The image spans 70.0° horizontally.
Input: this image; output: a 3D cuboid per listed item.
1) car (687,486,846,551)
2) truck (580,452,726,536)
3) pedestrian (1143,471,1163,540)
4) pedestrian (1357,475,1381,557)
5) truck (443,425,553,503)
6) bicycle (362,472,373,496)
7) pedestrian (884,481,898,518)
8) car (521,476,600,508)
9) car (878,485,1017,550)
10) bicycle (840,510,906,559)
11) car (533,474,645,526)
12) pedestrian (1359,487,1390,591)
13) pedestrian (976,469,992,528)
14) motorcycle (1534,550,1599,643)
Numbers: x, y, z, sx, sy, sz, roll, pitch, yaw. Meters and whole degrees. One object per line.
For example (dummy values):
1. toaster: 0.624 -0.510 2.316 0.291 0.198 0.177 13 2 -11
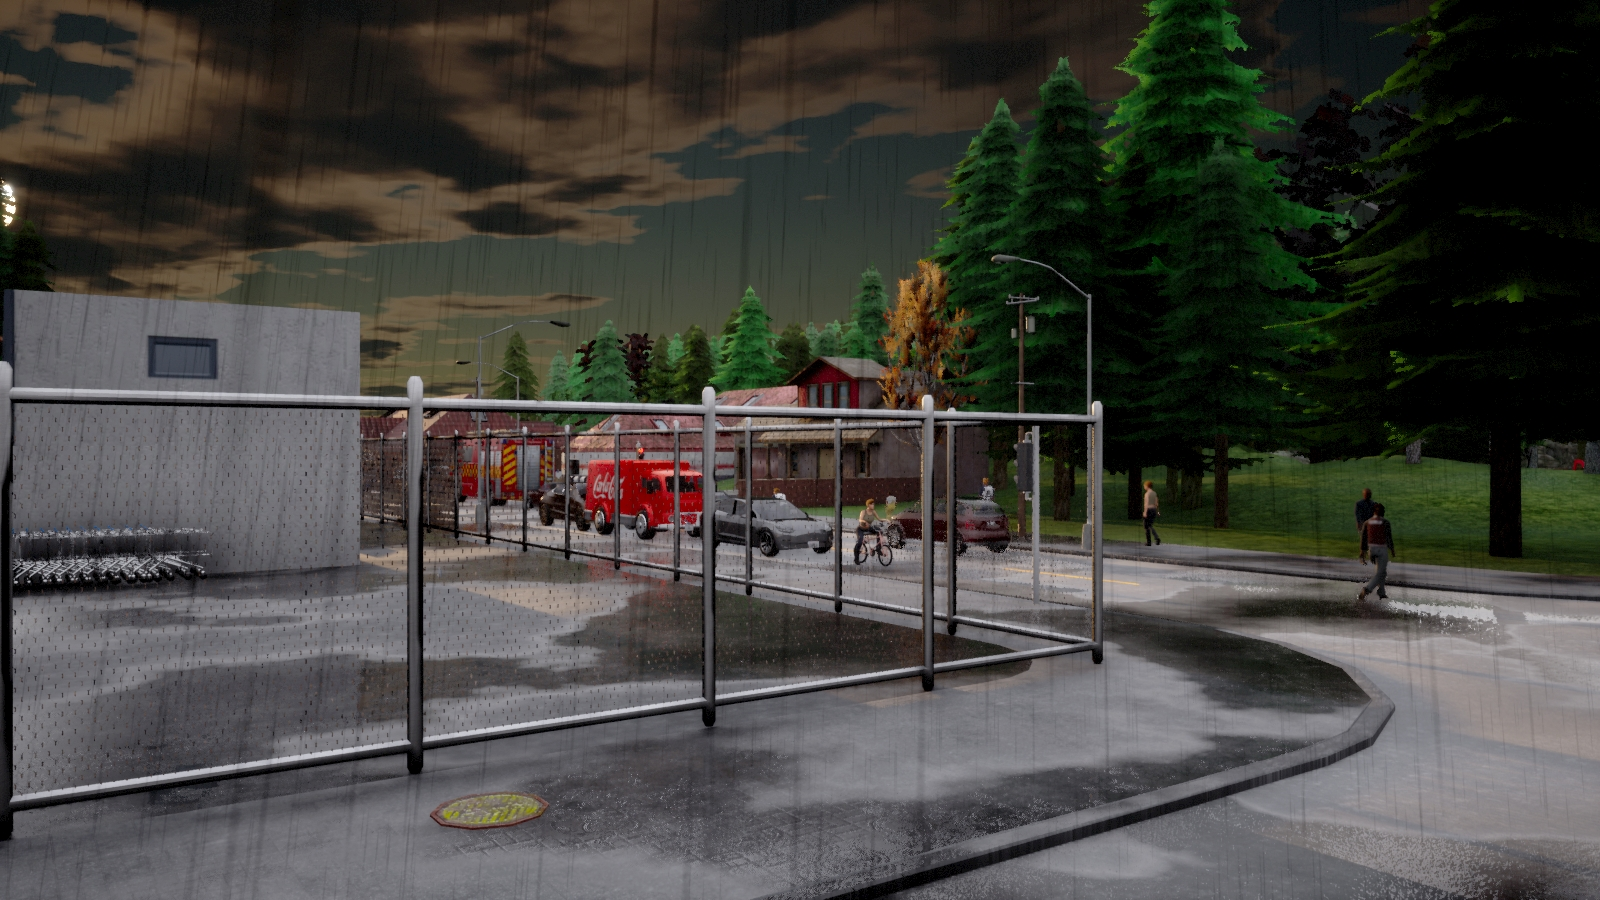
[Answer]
1. car: -1.029 1.840 31.812 2.163 1.488 4.792 0 0 -35
2. truck: -4.910 1.336 37.383 2.627 2.467 5.204 0 0 -35
3. pedestrian: 9.747 1.522 31.514 0.375 1.860 0.375 0 0 -32
4. pedestrian: 13.101 1.520 26.304 0.375 1.860 0.375 0 0 3
5. truck: -16.070 0.667 60.303 2.891 3.827 8.468 0 0 -35
6. bicycle: -24.750 1.933 65.378 0.373 1.296 1.643 -1 1 -29
7. pedestrian: 3.326 1.801 41.728 0.375 1.300 0.375 0 0 -27
8. car: -11.268 1.931 53.453 1.895 1.301 4.718 0 0 -35
9. car: 4.005 1.803 31.548 1.789 1.549 3.705 0 0 -35
10. bicycle: 1.773 2.033 27.810 0.859 1.080 1.487 0 0 -35
11. car: -7.756 1.772 41.538 2.152 1.651 5.027 0 0 -34
12. pedestrian: 10.557 1.625 20.988 0.375 1.860 0.375 0 0 -34
13. pedestrian: 5.797 1.520 36.039 0.375 1.860 0.375 0 0 -14
14. motorcycle: 11.116 1.990 15.344 2.033 1.145 0.803 0 0 25
